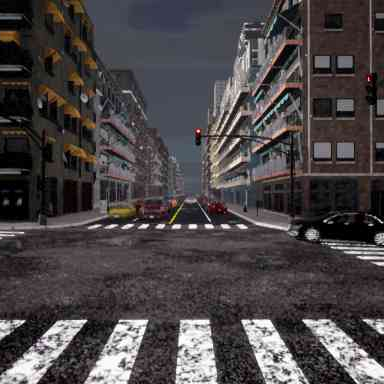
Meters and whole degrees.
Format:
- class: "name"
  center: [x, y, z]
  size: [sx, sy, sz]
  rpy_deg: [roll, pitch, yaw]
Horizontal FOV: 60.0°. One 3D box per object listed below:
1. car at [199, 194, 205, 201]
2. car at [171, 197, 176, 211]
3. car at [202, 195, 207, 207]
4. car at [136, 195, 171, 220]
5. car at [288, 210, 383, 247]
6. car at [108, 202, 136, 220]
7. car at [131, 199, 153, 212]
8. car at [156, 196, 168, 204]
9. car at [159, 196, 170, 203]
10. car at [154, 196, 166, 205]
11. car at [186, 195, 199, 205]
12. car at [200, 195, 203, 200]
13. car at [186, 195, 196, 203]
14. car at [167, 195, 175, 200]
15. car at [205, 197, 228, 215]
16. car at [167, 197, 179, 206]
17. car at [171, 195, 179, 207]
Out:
- class: "car"
  center: [2.726, 1.382, 81.883]
  size: [2.097, 1.767, 4.553]
  rpy_deg: [0, 0, 0]
- class: "car"
  center: [-3.227, 1.558, 37.608]
  size: [2.033, 1.411, 5.357]
  rpy_deg: [0, 0, 0]
- class: "car"
  center: [2.568, 1.451, 39.093]
  size: [1.967, 1.590, 4.097]
  rpy_deg: [1, 0, 0]
- class: "car"
  center: [-3.168, 1.359, 28.116]
  size: [2.097, 1.767, 4.553]
  rpy_deg: [0, 0, -1]
- class: "car"
  center: [7.028, 1.627, 15.564]
  size: [4.892, 1.490, 1.837]
  rpy_deg: [2, 0, 9]
- class: "car"
  center: [-5.776, 1.532, 27.862]
  size: [1.752, 1.417, 4.829]
  rpy_deg: [1, 0, 0]
- class: "car"
  center: [-5.814, 1.555, 39.079]
  size: [1.887, 1.381, 4.507]
  rpy_deg: [1, 0, 0]
- class: "car"
  center: [-5.906, 1.573, 66.697]
  size: [2.008, 1.369, 4.403]
  rpy_deg: [1, 0, 0]
- class: "car"
  center: [-5.925, 1.570, 72.220]
  size: [1.887, 1.381, 4.507]
  rpy_deg: [1, 0, 0]
- class: "car"
  center: [-5.887, 1.545, 61.003]
  size: [1.752, 1.417, 4.829]
  rpy_deg: [1, 0, 0]
- class: "car"
  center: [-0.199, 1.620, 59.851]
  size: [1.895, 1.301, 4.718]
  rpy_deg: [0, 0, 0]
- class: "car"
  center: [2.530, 1.597, 50.140]
  size: [1.802, 1.307, 4.206]
  rpy_deg: [1, 0, 0]
- class: "car"
  center: [-0.233, 1.480, 69.828]
  size: [2.128, 1.511, 4.902]
  rpy_deg: [0, 0, 0]
- class: "car"
  center: [-5.998, 1.589, 94.313]
  size: [2.008, 1.369, 4.403]
  rpy_deg: [1, 0, 0]
- class: "car"
  center: [2.586, 1.554, 33.570]
  size: [1.887, 1.381, 4.507]
  rpy_deg: [1, 0, 0]
- class: "car"
  center: [-3.253, 1.619, 57.256]
  size: [1.895, 1.301, 4.718]
  rpy_deg: [0, 0, 0]
- class: "car"
  center: [-3.249, 1.366, 47.397]
  size: [2.097, 1.767, 4.553]
  rpy_deg: [0, 0, 0]
